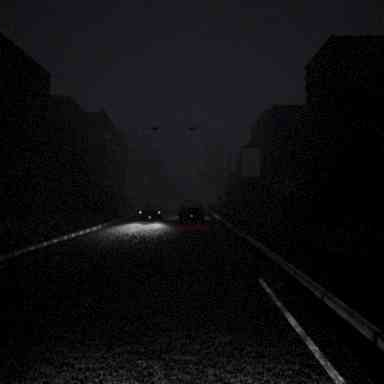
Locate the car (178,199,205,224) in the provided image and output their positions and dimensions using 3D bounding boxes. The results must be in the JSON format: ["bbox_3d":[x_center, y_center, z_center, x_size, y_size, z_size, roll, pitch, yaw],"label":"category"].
[{"bbox_3d":[-0.076,1.491,25.308,1.882,1.535,5.008,0,0,-1],"label":"car"}]

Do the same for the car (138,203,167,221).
[{"bbox_3d":[-3.166,1.615,27.363,1.895,1.301,4.718,0,0,1],"label":"car"}]

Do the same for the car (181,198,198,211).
[{"bbox_3d":[-0.297,1.566,42.691,2.033,1.411,5.357,0,0,-1],"label":"car"}]
